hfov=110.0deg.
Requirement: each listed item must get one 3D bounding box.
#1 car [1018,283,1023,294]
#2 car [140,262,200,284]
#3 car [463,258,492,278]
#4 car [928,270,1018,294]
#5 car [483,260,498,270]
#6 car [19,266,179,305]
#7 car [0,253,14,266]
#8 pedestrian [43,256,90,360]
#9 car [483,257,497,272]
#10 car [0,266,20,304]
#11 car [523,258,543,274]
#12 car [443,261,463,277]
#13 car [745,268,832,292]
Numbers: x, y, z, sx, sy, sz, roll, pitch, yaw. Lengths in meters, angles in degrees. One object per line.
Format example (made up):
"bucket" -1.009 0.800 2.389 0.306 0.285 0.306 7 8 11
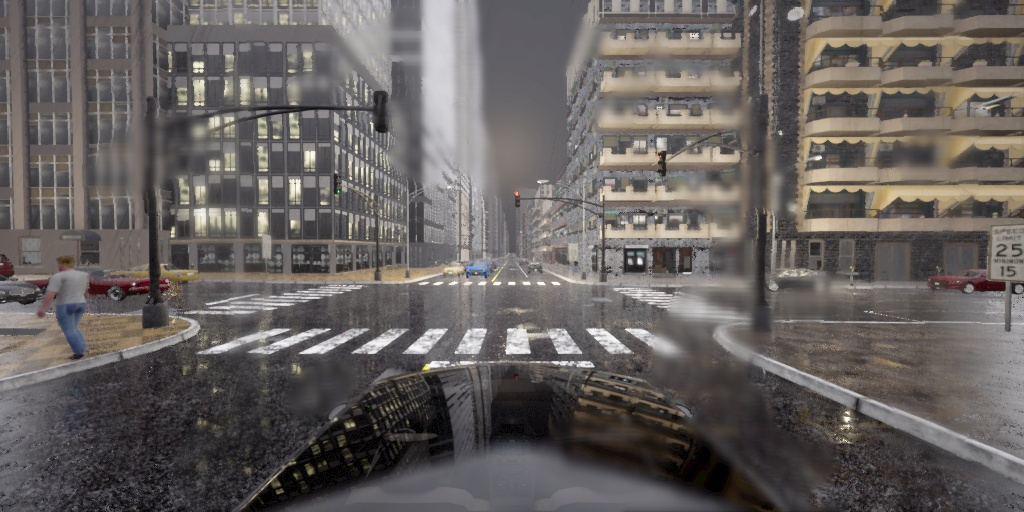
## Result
"car" 21.694 1.576 12.783 4.313 1.339 1.948 0 0 1
"car" -21.706 1.029 21.652 4.829 1.417 1.751 0 0 1
"car" -3.153 1.218 33.638 1.882 1.535 5.008 0 0 -1
"car" 27.336 1.462 21.095 4.507 1.381 1.888 0 0 1
"car" -3.190 1.337 53.619 1.895 1.301 4.718 0 0 0
"car" -18.051 1.231 15.844 4.718 1.301 1.895 0 1 1
"car" -33.653 0.712 21.834 5.009 1.841 2.192 0 0 1
"pedestrian" -7.785 0.890 6.325 0.375 1.860 0.375 -1 1 0
"car" -3.172 1.230 43.329 2.128 1.511 4.902 0 0 0
"car" -20.309 1.204 13.322 4.403 1.370 2.007 0 0 1
"car" 2.612 1.289 41.672 2.007 1.370 4.403 0 0 0
"car" -5.757 1.265 35.832 1.751 1.417 4.829 0 0 0
"car" 16.271 1.375 21.228 4.403 1.370 2.007 0 0 1
